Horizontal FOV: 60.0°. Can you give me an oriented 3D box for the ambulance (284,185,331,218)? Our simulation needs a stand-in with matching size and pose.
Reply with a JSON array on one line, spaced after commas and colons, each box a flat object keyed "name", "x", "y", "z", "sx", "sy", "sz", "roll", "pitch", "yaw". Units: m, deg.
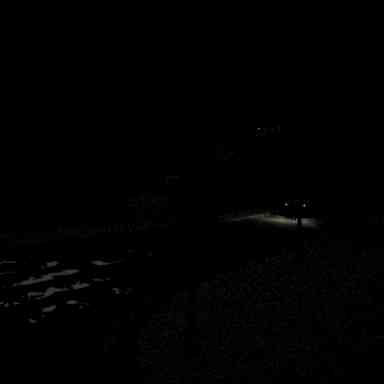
[{"name": "ambulance", "x": 9.786, "y": 0.705, "z": 28.054, "sx": 2.351, "sy": 2.431, "sz": 6.366, "roll": 3, "pitch": 2, "yaw": 37}]
